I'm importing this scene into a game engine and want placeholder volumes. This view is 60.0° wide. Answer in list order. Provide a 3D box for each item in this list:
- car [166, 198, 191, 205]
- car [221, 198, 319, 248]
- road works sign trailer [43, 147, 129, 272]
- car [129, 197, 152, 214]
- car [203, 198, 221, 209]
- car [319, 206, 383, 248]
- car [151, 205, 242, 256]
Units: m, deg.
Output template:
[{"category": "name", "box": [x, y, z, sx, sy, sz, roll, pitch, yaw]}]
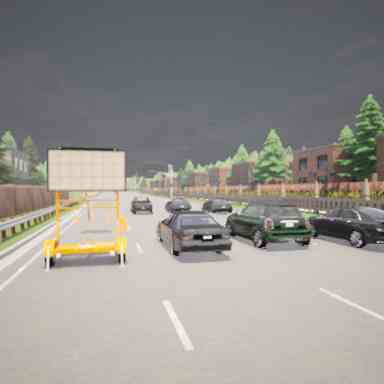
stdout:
[{"category": "car", "box": [-1.393, 1.295, 32.465, 1.994, 1.385, 4.181, 0, 0, -14]}, {"category": "car", "box": [3.087, 1.224, 14.343, 2.097, 1.767, 4.553, 0, 0, -14]}, {"category": "road works sign trailer", "box": [-3.327, 0.381, 10.693, 2.380, 3.560, 2.880, 0, 0, -14]}, {"category": "car", "box": [-4.952, 1.232, 32.285, 2.128, 1.511, 4.902, 0, 0, -14]}, {"category": "car", "box": [2.363, 1.292, 31.861, 1.994, 1.385, 4.181, 0, 0, -14]}, {"category": "car", "box": [6.748, 1.371, 14.124, 1.837, 1.490, 4.892, 0, 1, -14]}, {"category": "car", "box": [-0.131, 1.440, 12.781, 2.033, 1.411, 5.357, 0, 0, -14]}]
